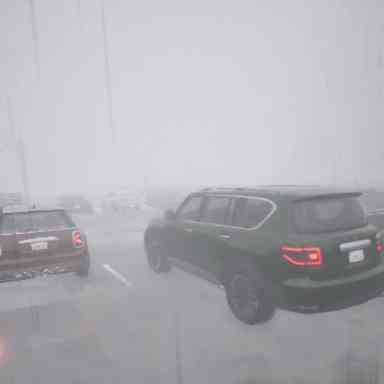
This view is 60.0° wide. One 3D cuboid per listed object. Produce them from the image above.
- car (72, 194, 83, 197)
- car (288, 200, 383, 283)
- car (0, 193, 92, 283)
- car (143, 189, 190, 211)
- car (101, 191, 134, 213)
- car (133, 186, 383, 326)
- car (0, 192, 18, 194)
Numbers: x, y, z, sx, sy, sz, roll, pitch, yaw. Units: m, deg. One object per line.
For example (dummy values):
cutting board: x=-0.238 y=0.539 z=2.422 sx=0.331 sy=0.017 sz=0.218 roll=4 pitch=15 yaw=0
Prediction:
car: x=-8.075 y=0.820 z=22.275 sx=1.994 sy=1.385 sz=4.181 roll=-3 pitch=3 yaw=-30
car: x=4.637 y=1.075 z=7.382 sx=1.837 sy=1.490 sz=4.892 roll=-3 pitch=3 yaw=-30
car: x=-4.198 y=1.078 z=8.649 sx=2.097 sy=1.767 sz=4.553 roll=-3 pitch=3 yaw=-30
car: x=-2.069 y=0.531 z=25.865 sx=1.994 sy=1.385 sz=4.181 roll=-3 pitch=3 yaw=-30
car: x=-5.236 y=0.631 z=24.320 sx=1.812 sy=1.442 sz=4.674 roll=-3 pitch=3 yaw=-30
car: x=0.891 y=0.902 z=6.844 sx=2.150 sy=2.045 sz=5.566 roll=-3 pitch=3 yaw=-30
car: x=-13.943 y=0.770 z=25.400 sx=1.837 sy=1.490 sz=4.892 roll=-3 pitch=3 yaw=-30
